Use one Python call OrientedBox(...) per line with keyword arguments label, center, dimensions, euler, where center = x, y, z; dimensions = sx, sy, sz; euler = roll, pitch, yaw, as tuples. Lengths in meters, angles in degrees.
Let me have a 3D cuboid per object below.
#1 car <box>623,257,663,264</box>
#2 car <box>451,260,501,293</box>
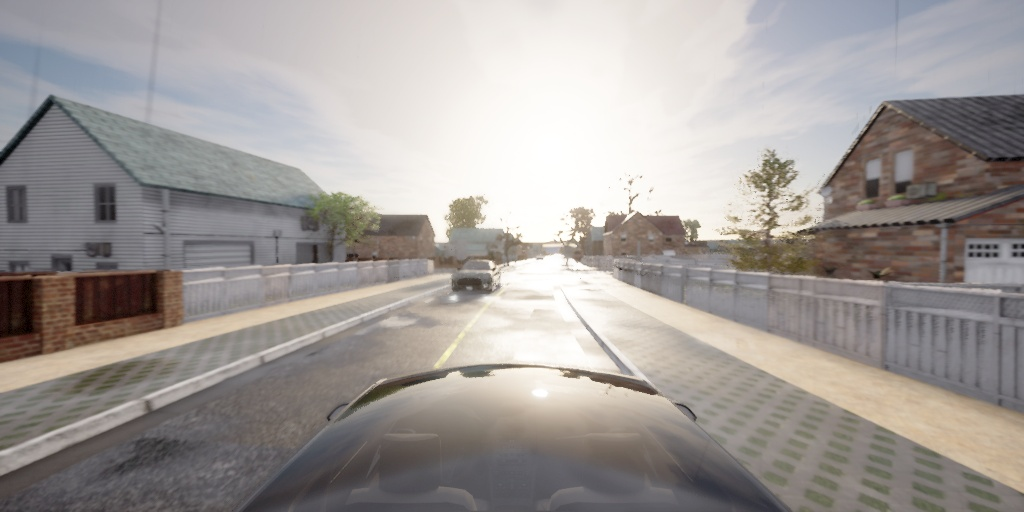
OrientedBox(label="car", center=(12.735, 0.848, 34.790), dimensions=(4.553, 1.767, 2.097), euler=(-1, 1, 8))
OrientedBox(label="car", center=(-1.871, 1.000, 19.901), dimensions=(2.097, 1.767, 4.553), euler=(0, 0, 6))
